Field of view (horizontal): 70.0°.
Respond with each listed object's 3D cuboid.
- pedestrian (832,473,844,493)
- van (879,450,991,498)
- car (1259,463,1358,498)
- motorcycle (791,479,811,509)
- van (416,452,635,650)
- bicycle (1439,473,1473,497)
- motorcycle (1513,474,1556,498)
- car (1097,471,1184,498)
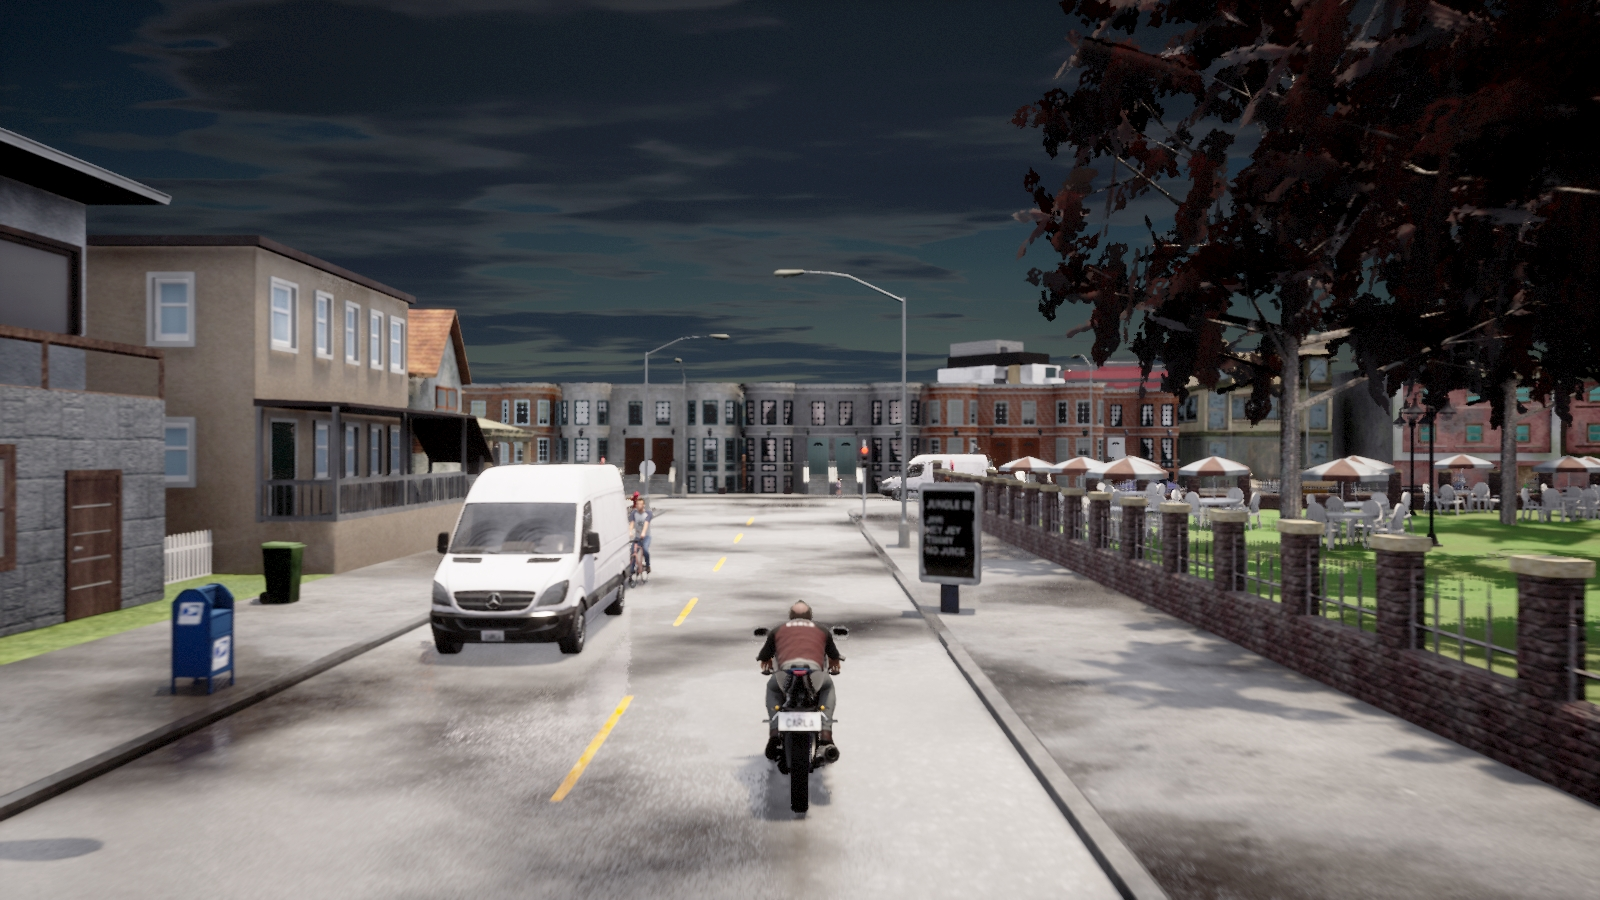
[{"bbox_3d":[2.204,1.894,65.577,0.500,1.100,0.500,0,0,31],"label":"pedestrian"},{"bbox_3d":[7.362,1.305,62.755,5.915,2.561,1.988,0,0,0],"label":"van"},{"bbox_3d":[27.802,1.633,62.573,4.605,1.855,1.932,0,0,2],"label":"car"},{"bbox_3d":[0.061,1.977,51.362,0.867,1.251,2.209,0,0,0],"label":"motorcycle"},{"bbox_3d":[-3.982,1.311,17.734,1.988,2.561,5.915,0,0,0],"label":"van"},{"bbox_3d":[35.963,1.926,62.635,1.643,1.296,0.373,-1,0,1],"label":"bicycle"},{"bbox_3d":[40.096,1.954,62.394,1.805,1.236,0.856,0,0,10],"label":"motorcycle"},{"bbox_3d":[18.662,1.889,62.727,4.181,1.385,1.994,0,0,0],"label":"car"}]
